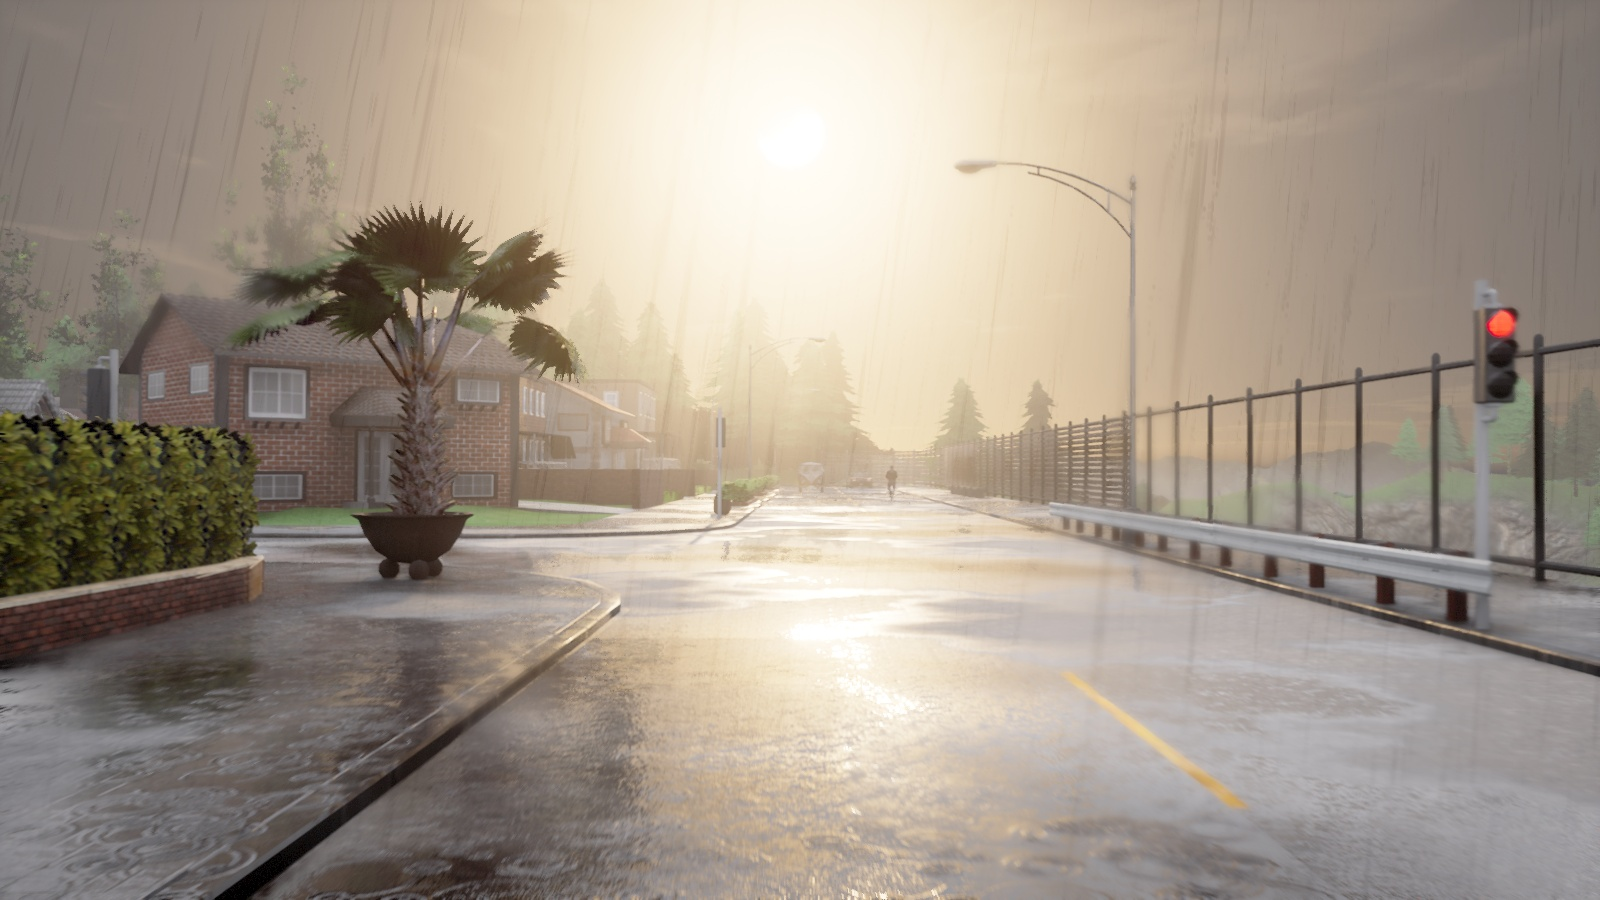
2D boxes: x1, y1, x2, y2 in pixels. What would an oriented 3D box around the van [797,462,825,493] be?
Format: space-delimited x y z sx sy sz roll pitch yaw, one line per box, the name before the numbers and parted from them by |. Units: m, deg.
van | 0.733 1.829 83.843 1.775 1.987 4.442 0 -1 0
